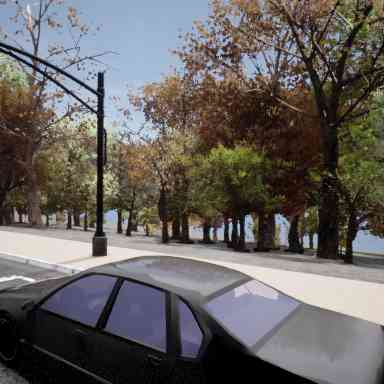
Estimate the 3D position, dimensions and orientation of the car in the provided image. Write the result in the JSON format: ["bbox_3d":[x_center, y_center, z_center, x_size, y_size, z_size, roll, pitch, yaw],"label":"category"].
[{"bbox_3d":[-0.545,1.547,4.067,5.357,1.411,2.033,0,0,35],"label":"car"}]
